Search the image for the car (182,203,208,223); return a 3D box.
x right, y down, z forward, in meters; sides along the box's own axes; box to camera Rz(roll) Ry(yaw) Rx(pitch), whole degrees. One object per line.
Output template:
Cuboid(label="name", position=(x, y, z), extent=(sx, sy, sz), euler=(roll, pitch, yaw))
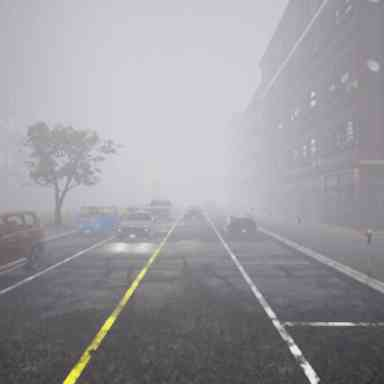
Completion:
Cuboid(label="car", position=(0.218, 1.978, 30.394), extent=(1.812, 1.442, 4.674), euler=(0, -1, 1))

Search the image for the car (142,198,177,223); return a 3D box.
Cuboid(label="car", position=(-2.858, 1.670, 30.360), extent=(2.150, 2.045, 5.566), euler=(0, -1, 0))

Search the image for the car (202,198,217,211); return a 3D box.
Cuboid(label="car", position=(2.965, 2.226, 53.847), extent=(1.967, 1.590, 4.097), euler=(1, -1, 0))

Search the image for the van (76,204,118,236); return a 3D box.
Cuboid(label="van", position=(-5.588, 1.633, 19.994), extent=(1.690, 1.788, 3.998), euler=(1, -1, 0))

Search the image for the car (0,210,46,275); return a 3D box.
Cuboid(label="car", position=(-5.645, 1.439, 8.703), extent=(2.192, 1.841, 5.009), euler=(1, -1, 0))

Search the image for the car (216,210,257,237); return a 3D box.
Cuboid(label="car", position=(2.790, 1.857, 19.967), extent=(2.008, 1.369, 4.403), euler=(1, -1, 0))

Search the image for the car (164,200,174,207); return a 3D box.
Cuboid(label="car", position=(-5.301, 2.622, 76.449), extent=(1.887, 1.381, 4.507), euler=(1, -1, 0))

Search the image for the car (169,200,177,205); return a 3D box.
Cuboid(label="car", position=(-5.215, 2.863, 93.386), extent=(1.947, 1.339, 4.313), euler=(1, -1, 0))

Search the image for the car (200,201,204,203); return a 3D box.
Cuboid(label="car", position=(0.266, 2.228, 42.757), extent=(1.895, 1.301, 4.718), euler=(0, -1, 1))

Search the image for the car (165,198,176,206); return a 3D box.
Cuboid(label="car", position=(-5.269, 2.467, 82.098), extent=(2.192, 1.841, 5.009), euler=(1, -1, 0))

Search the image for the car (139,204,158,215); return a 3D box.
Cuboid(label="car", position=(-5.475, 2.197, 42.574), extent=(1.802, 1.307, 4.206), euler=(1, -1, 0))

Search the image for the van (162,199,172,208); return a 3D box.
Cuboid(label="van", position=(-5.328, 2.344, 70.805), extent=(1.690, 1.788, 3.998), euler=(1, -1, 0))

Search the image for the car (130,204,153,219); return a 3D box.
Cuboid(label="car", position=(-5.504, 2.059, 36.759), extent=(1.752, 1.417, 4.829), euler=(1, -1, 0))

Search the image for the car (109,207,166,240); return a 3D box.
Cuboid(label="car", position=(-2.916, 1.830, 19.020), extent=(2.033, 1.411, 5.357), euler=(0, -1, 0))

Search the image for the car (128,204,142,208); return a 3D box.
Cuboid(label="car", position=(-5.532, 2.037, 31.282), extent=(1.802, 1.307, 4.206), euler=(1, -1, 0))

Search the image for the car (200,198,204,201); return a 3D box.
Cuboid(label="car", position=(2.994, 2.304, 59.492), extent=(1.967, 1.590, 4.097), euler=(1, -1, 0))
